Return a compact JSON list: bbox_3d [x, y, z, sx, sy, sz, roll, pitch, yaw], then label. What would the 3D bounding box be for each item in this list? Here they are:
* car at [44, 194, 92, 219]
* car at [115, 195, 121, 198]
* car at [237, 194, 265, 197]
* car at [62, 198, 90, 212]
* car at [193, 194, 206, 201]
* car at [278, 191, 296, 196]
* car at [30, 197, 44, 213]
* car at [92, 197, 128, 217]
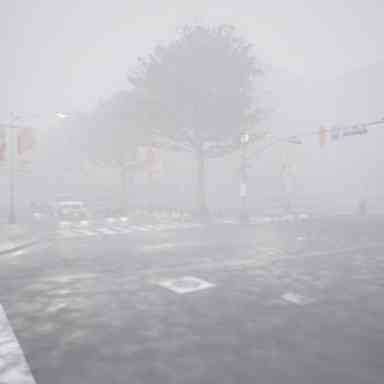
[{"bbox_3d":[-11.128,1.197,29.601,2.150,2.045,5.566,0,0,-36],"label":"car"},{"bbox_3d":[-14.102,1.385,59.860,1.882,1.535,5.008,0,0,-36],"label":"car"},{"bbox_3d":[11.519,1.089,64.187,2.002,1.452,4.674,0,0,-36],"label":"car"},{"bbox_3d":[-13.712,1.467,39.274,1.837,1.490,4.892,0,0,-35],"label":"car"},{"bbox_3d":[1.062,1.213,71.696,2.161,1.482,4.786,0,0,-36],"label":"car"},{"bbox_3d":[25.271,0.660,89.582,2.435,2.045,5.566,0,0,-36],"label":"car"},{"bbox_3d":[-16.955,1.334,37.796,2.097,1.767,4.553,0,0,-35],"label":"car"},{"bbox_3d":[-7.895,1.503,31.096,2.033,1.411,5.357,0,0,-36],"label":"car"}]
